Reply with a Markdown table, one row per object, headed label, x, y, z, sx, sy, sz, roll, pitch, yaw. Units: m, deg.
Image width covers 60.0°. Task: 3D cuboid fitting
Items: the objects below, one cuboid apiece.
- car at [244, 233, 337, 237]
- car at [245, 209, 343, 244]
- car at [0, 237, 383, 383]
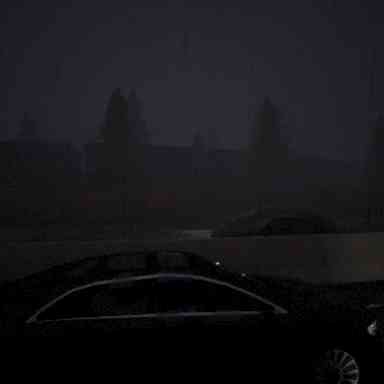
| label | x | y | z | sx | sy | sz | roll | pitch | yaw |
| --- | --- | --- | --- | --- | --- | --- | --- | --- | --- |
| car | 2.933 | 1.563 | 12.096 | 4.674 | 1.442 | 1.812 | 0 | 0 | -15 |
| car | 4.935 | 1.614 | 16.295 | 4.181 | 1.385 | 1.994 | 0 | 0 | -17 |
| car | -0.184 | 1.503 | 3.974 | 4.902 | 1.511 | 2.128 | 0 | 0 | -12 |
